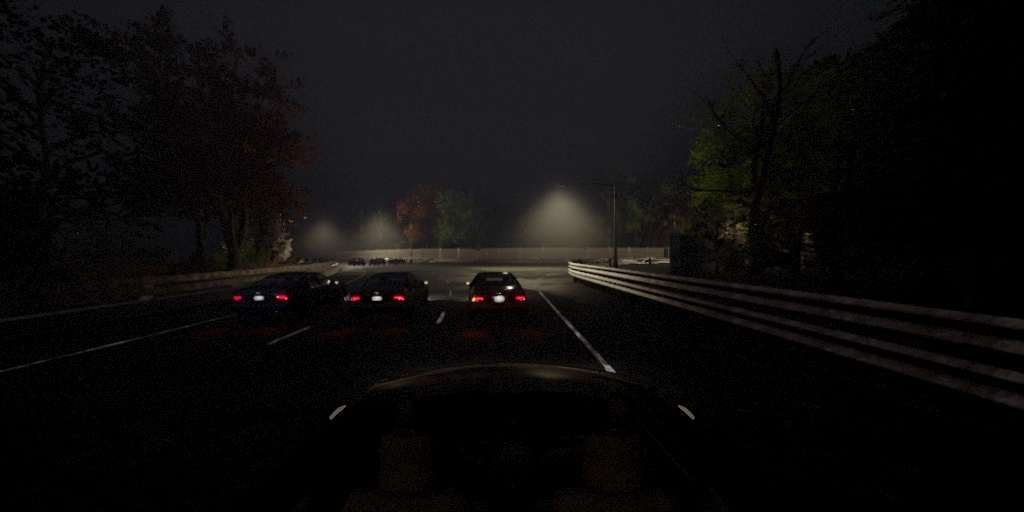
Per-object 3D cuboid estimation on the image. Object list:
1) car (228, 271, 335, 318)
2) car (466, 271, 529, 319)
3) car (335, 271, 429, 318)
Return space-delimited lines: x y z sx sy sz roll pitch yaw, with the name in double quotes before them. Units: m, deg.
"car" -7.690 1.263 12.963 2.033 1.411 5.357 0 0 -7
"car" -0.616 1.241 12.585 2.033 1.411 5.357 0 0 -6
"car" -4.147 1.252 12.764 2.033 1.411 5.357 0 0 -6
